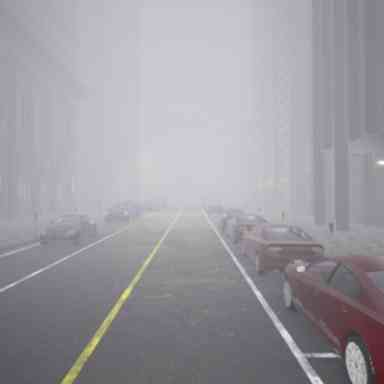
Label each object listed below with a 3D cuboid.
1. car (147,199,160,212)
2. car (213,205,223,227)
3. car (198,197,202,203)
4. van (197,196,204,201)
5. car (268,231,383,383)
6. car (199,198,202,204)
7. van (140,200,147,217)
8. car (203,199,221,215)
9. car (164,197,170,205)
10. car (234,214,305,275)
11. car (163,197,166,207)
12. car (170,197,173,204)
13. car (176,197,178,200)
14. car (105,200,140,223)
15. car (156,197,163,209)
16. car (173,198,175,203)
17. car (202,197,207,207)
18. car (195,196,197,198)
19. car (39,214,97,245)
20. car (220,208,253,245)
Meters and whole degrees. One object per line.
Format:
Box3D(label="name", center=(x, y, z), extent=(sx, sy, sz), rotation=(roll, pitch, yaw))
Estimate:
Box3D(label="car", center=(-5.850, 1.958, 44.387), extent=(1.947, 1.339, 4.313), rotation=(1, 0, 0))
Box3D(label="car", center=(2.677, 1.764, 21.897), extent=(1.947, 1.339, 4.313), rotation=(1, 0, 0))
Box3D(label="car", center=(2.676, 2.083, 61.268), extent=(2.008, 1.369, 4.403), rotation=(1, 0, 0))
Box3D(label="van", center=(2.677, 2.013, 78.143), extent=(1.690, 1.788, 3.998), rotation=(1, 0, 0))
Box3D(label="car", center=(2.678, 1.592, 5.023), extent=(1.887, 1.381, 4.507), rotation=(1, -1, 0))
Box3D(label="car", center=(2.676, 2.030, 55.644), extent=(1.887, 1.381, 4.507), rotation=(1, 0, 0))
Box3D(label="van", center=(-5.847, 1.638, 33.141), extent=(1.690, 1.788, 3.998), rotation=(1, 0, 0))
Box3D(label="car", center=(2.677, 1.888, 38.771), extent=(1.887, 1.381, 4.507), rotation=(1, 0, 0))
Box3D(label="car", center=(-5.847, 1.849, 61.262), extent=(2.192, 1.841, 5.009), rotation=(1, 0, 0))
Box3D(label="car", center=(2.678, 1.643, 10.648), extent=(1.887, 1.381, 4.507), rotation=(1, -1, 0))
Box3D(label="car", center=(-5.850, 2.011, 55.466), extent=(1.752, 1.417, 4.829), rotation=(1, 0, 0))
Box3D(label="car", center=(-5.849, 2.067, 72.509), extent=(1.967, 1.590, 4.097), rotation=(1, 0, 0))
Box3D(label="car", center=(-5.851, 2.357, 95.005), extent=(1.887, 1.381, 4.507), rotation=(1, 0, 0))
Box3D(label="car", center=(-5.848, 1.689, 27.516), extent=(1.967, 1.590, 4.097), rotation=(1, 0, 0))
Box3D(label="car", center=(-5.848, 1.880, 50.012), extent=(1.967, 1.590, 4.097), rotation=(1, 0, 0))
Box3D(label="car", center=(-5.851, 2.301, 83.756), extent=(1.802, 1.307, 4.206), rotation=(1, 0, 0))
Box3D(label="car", center=(2.677, 1.831, 44.396), extent=(1.967, 1.590, 4.097), rotation=(1, 0, 0))
Box3D(label="car", center=(2.677, 2.080, 89.392), extent=(2.192, 1.841, 5.009), rotation=(1, 0, 0))
Box3D(label="car", center=(-5.849, 1.732, 16.266), extent=(1.802, 1.307, 4.206), rotation=(1, -1, 0))
Box3D(label="car", center=(2.677, 1.694, 16.272), extent=(1.887, 1.381, 4.507), rotation=(1, -1, 0))
